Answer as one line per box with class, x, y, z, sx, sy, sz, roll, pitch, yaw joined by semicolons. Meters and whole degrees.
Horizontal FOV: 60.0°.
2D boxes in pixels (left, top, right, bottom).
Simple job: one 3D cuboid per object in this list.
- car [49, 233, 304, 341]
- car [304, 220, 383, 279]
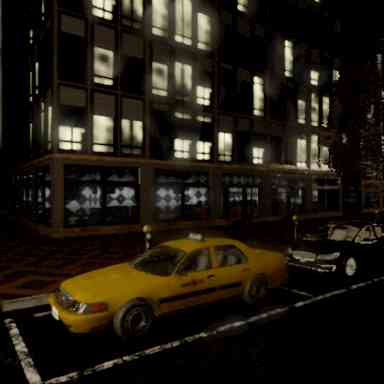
car;-0.121;1.519;6.472;4.829;1.417;1.752;0;0;-36
car;4.650;1.535;9.880;4.403;1.369;2.008;0;0;-36
